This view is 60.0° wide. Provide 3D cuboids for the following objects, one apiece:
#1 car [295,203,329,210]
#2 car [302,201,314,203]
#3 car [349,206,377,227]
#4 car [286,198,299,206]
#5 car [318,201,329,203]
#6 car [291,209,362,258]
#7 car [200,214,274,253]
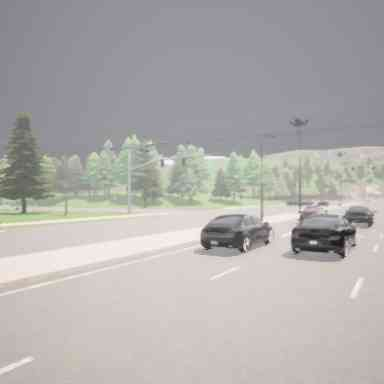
[{"bbox_3d":[10.456,1.920,28.295,1.812,1.442,4.674,-1,-1,32],"label":"car"},{"bbox_3d":[27.753,2.708,79.730,1.895,1.301,4.718,-1,-1,32],"label":"car"},{"bbox_3d":[13.081,1.844,25.888,1.837,1.490,4.892,-1,-1,32],"label":"car"},{"bbox_3d":[24.762,2.387,81.558,2.150,2.045,5.566,-1,-1,32],"label":"car"},{"bbox_3d":[30.716,2.658,77.867,1.895,1.301,4.718,-1,-1,32],"label":"car"},{"bbox_3d":[5.627,1.670,13.862,1.882,1.535,5.008,-1,-1,33],"label":"car"},{"bbox_3d":[2.174,1.739,14.958,1.837,1.490,4.892,-1,-1,33],"label":"car"}]
